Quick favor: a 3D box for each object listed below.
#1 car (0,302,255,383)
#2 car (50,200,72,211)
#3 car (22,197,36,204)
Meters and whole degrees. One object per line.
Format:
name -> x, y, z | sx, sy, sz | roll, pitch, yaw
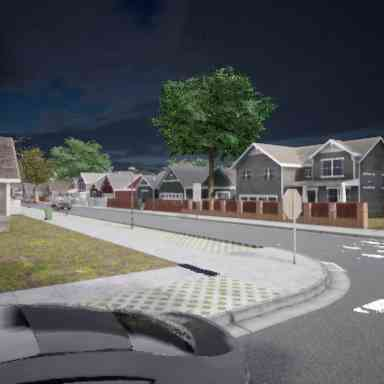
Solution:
car -> -1.610, 1.527, 1.800 | 4.674, 1.442, 1.812 | 0, 0, -36
car -> -18.606, 1.850, 46.967 | 2.033, 1.411, 5.357 | 0, 0, -35
car -> -39.386, 2.145, 81.260 | 1.994, 1.385, 4.181 | 0, 0, -35
